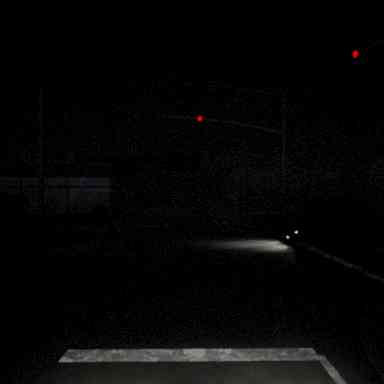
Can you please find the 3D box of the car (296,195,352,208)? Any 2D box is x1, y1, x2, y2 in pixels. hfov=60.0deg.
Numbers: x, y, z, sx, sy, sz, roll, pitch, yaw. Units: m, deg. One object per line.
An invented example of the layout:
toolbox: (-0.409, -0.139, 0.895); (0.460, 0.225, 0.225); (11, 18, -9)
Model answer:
car: (12.997, 1.318, 31.565); (5.027, 1.636, 2.152); (0, 0, 0)

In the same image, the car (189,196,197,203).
car: (0.229, 1.519, 69.842); (2.033, 1.411, 5.357); (0, 0, 0)

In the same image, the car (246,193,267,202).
car: (13.407, 1.049, 69.149); (3.866, 1.878, 1.905); (0, 0, 0)

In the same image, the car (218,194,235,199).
car: (9.435, 1.296, 91.769); (4.674, 1.442, 1.812); (0, 0, 0)

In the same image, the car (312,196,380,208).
car: (13.062, 1.328, 28.428); (4.514, 1.523, 2.007); (0, 0, 0)

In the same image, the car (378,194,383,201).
car: (38.684, 1.128, 62.824); (5.027, 1.636, 2.152); (0, 0, 0)

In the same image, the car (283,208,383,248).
car: (6.762, 1.542, 14.237); (5.357, 1.411, 2.033); (0, 0, -1)

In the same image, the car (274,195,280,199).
car: (25.122, 1.297, 91.789); (4.902, 1.511, 2.128); (0, 0, 0)

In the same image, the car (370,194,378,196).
car: (38.334, 1.204, 69.240); (3.806, 1.475, 1.970); (0, 0, 0)

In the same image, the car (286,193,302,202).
car: (21.288, 1.071, 65.893); (4.605, 1.855, 1.932); (0, 0, 0)

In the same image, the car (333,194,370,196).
car: (20.624, 1.302, 43.441); (3.633, 1.501, 1.845); (0, 0, 0)

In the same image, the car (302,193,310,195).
car: (20.626, 1.276, 53.434); (4.514, 1.523, 2.007); (0, 0, 0)

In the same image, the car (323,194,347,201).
car: (31.271, 1.269, 72.875); (4.514, 1.523, 2.007); (0, 0, 0)

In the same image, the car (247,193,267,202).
car: (12.809, 1.334, 65.822); (3.806, 1.475, 1.970); (0, 0, 0)
